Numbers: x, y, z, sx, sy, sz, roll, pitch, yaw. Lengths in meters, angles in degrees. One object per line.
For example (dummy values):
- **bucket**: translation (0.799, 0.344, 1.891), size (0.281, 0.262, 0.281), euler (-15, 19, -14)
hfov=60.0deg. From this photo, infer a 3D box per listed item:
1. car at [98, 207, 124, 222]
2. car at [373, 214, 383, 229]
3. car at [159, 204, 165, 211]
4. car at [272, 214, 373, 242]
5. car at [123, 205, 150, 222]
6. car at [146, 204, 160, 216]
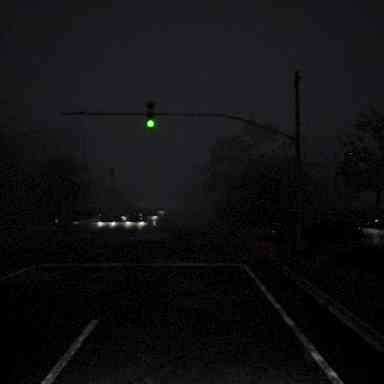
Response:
- **car**: translation (-10.563, 2.891, 43.038), size (2.097, 1.767, 4.553), euler (0, -2, 0)
- **car**: translation (17.921, 2.512, 29.562), size (4.674, 1.442, 1.812), euler (0, -3, -3)
- **car**: translation (-6.949, 3.351, 72.907), size (2.033, 1.411, 5.357), euler (0, 0, 0)
- **car**: translation (6.978, 1.994, 18.688), size (4.902, 1.511, 2.128), euler (0, -2, -1)
- **car**: translation (-7.064, 2.891, 43.028), size (2.097, 1.767, 4.553), euler (0, -2, 0)
- **car**: translation (-7.036, 3.361, 57.489), size (1.812, 1.442, 4.674), euler (0, 0, 0)
